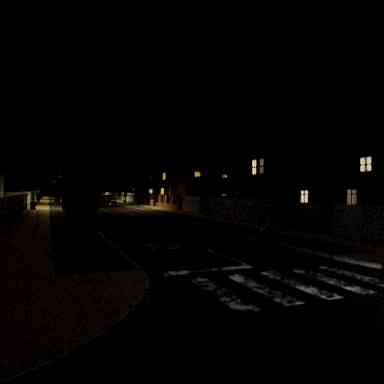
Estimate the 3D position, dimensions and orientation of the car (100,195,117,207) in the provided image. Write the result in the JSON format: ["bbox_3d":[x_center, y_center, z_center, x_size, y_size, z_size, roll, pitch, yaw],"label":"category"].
[{"bbox_3d":[-10.902,1.145,42.778,1.837,1.490,4.892,1,0,-23],"label":"car"}]

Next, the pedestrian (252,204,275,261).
[{"bbox_3d":[2.295,1.259,10.673,0.375,1.860,0.375,3,-2,-23],"label":"pedestrian"}]
